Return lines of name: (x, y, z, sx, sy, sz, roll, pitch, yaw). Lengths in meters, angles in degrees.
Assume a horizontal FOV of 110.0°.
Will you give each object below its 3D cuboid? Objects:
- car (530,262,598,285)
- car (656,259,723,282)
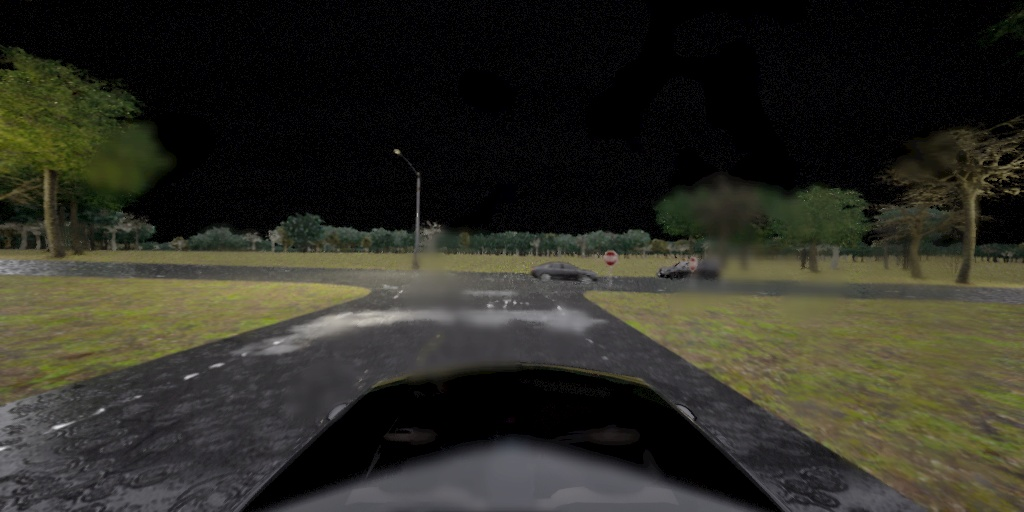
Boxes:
car: (3.763, 1.210, 26.053, 4.892, 1.490, 1.837, 3, 0, 0)
car: (16.304, 1.353, 32.975, 5.566, 2.045, 2.150, 0, 2, 0)
